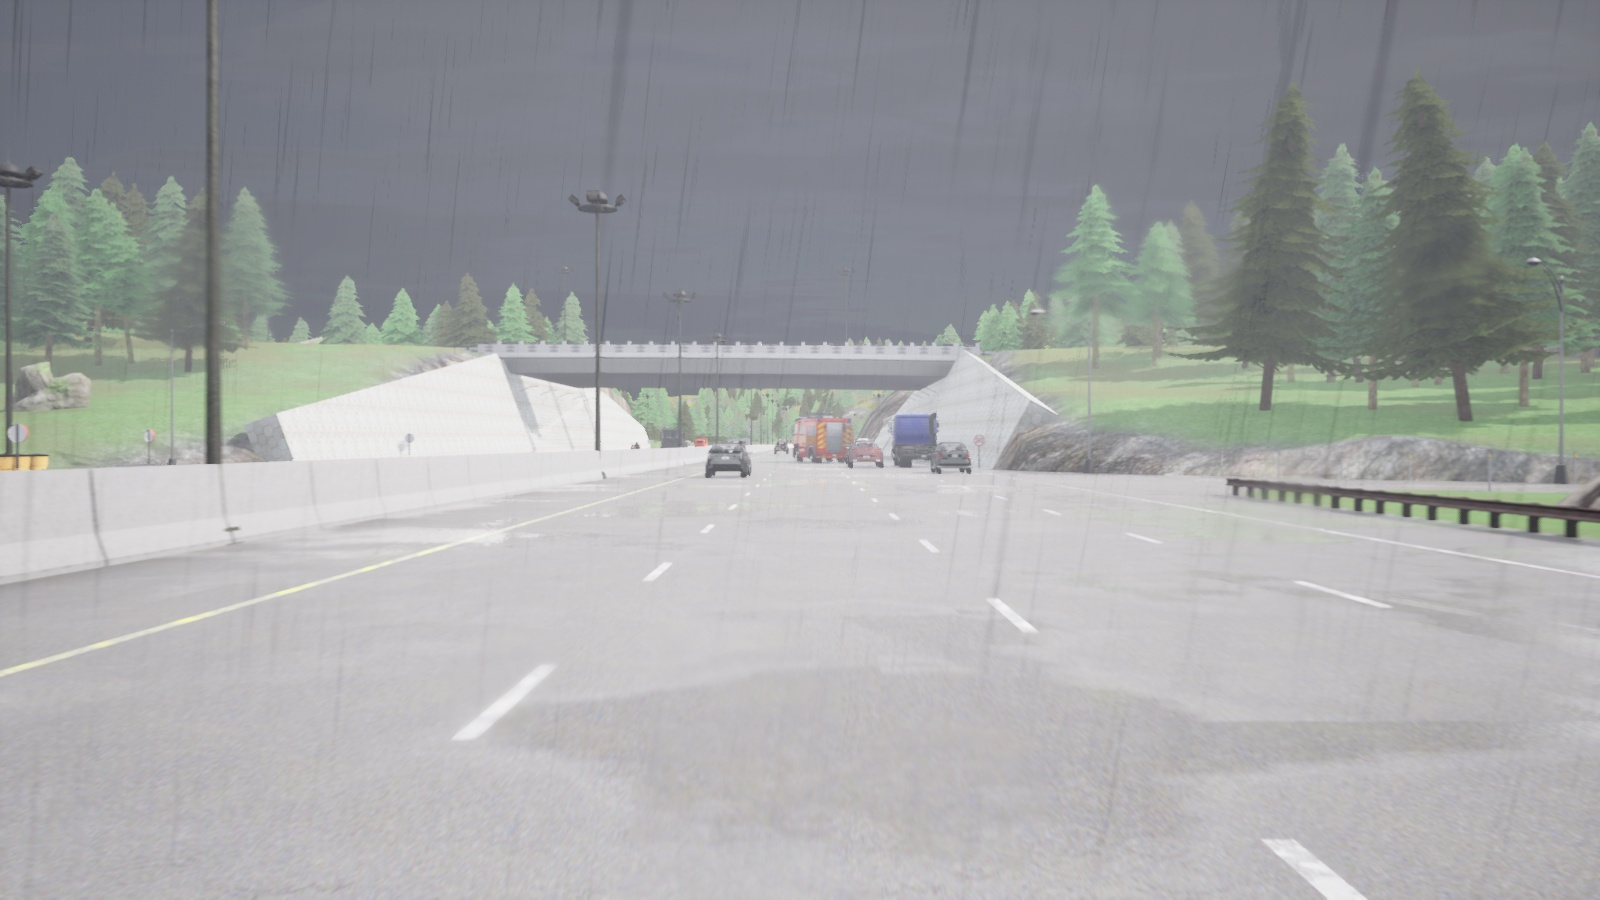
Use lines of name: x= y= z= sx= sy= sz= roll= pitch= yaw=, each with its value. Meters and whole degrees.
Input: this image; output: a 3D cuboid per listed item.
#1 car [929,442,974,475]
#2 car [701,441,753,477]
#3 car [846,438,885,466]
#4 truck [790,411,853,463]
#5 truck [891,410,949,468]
car: x=7.364 y=0.391 z=61.323 sx=1.789 sy=1.549 sz=3.705 roll=0 pitch=0 yaw=0
car: x=-3.170 y=0.383 z=55.363 sx=2.007 sy=1.525 sz=4.514 roll=0 pitch=0 yaw=0
car: x=3.953 y=0.101 z=76.945 sx=2.152 sy=1.651 sz=5.027 roll=0 pitch=0 yaw=0
truck: x=1.558 y=-0.954 z=96.636 sx=2.891 sy=3.827 sz=8.468 roll=0 pitch=0 yaw=-12
truck: x=7.466 y=-0.669 z=79.100 sx=2.891 sy=3.462 sz=7.936 roll=0 pitch=0 yaw=0
